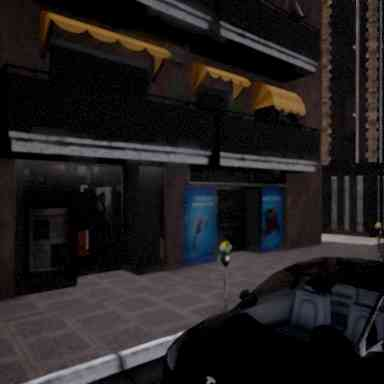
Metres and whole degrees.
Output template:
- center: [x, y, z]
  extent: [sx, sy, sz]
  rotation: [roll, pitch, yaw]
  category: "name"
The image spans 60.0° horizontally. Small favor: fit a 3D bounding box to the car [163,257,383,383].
- center: [1.706, 1.563, 3.943]
  extent: [4.313, 1.339, 1.947]
  rotation: [0, 0, -38]
  category: "car"
